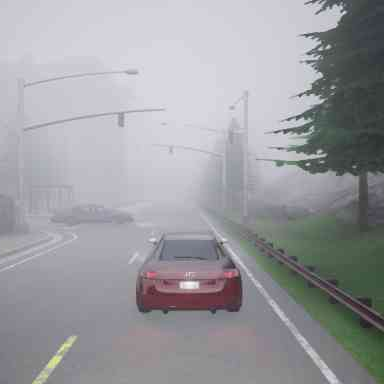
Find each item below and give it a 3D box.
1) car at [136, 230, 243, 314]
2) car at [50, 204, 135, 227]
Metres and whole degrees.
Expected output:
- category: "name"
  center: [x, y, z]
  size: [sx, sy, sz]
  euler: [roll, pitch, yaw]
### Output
- category: "car"
  center: [-0.077, 1.564, 7.696]
  size: [1.994, 1.385, 4.181]
  euler: [0, 0, -1]
- category: "car"
  center: [-6.607, 1.537, 22.448]
  size: [5.357, 1.411, 2.033]
  euler: [0, 0, -11]
